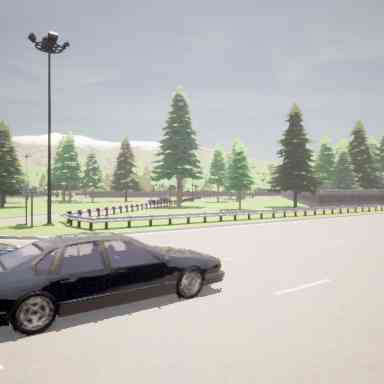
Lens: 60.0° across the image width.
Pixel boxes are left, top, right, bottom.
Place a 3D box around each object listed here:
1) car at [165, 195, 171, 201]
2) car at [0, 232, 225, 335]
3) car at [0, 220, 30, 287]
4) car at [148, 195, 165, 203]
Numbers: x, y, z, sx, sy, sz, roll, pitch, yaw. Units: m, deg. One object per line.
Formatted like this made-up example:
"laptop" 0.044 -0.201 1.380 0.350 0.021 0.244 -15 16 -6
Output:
"car" -5.645 1.351 69.772 2.097 1.767 4.553 0 0 5
"car" -1.882 1.547 6.701 5.357 1.411 2.033 0 0 -35
"car" -6.776 1.547 7.515 5.357 1.411 2.033 0 0 -35
"car" -6.591 1.601 59.952 1.895 1.301 4.718 0 0 5
